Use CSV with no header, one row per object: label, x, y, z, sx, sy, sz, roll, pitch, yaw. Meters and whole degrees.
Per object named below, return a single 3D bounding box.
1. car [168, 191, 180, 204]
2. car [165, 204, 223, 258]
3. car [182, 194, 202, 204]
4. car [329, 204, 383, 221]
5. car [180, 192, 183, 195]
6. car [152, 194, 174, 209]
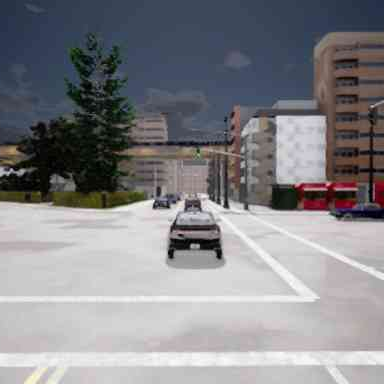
car,-3.553,1.026,52.947,2.097,1.767,4.553,0,0,0
car,0.100,1.438,12.521,2.128,1.511,4.902,0,0,0
car,0.098,1.267,38.580,1.837,1.490,4.892,0,0,0
car,13.171,1.551,25.623,4.718,1.301,1.895,1,0,0
car,-3.503,0.809,67.202,2.150,2.045,5.566,0,0,0
car,-3.581,1.318,40.013,1.994,1.385,4.181,0,0,0
